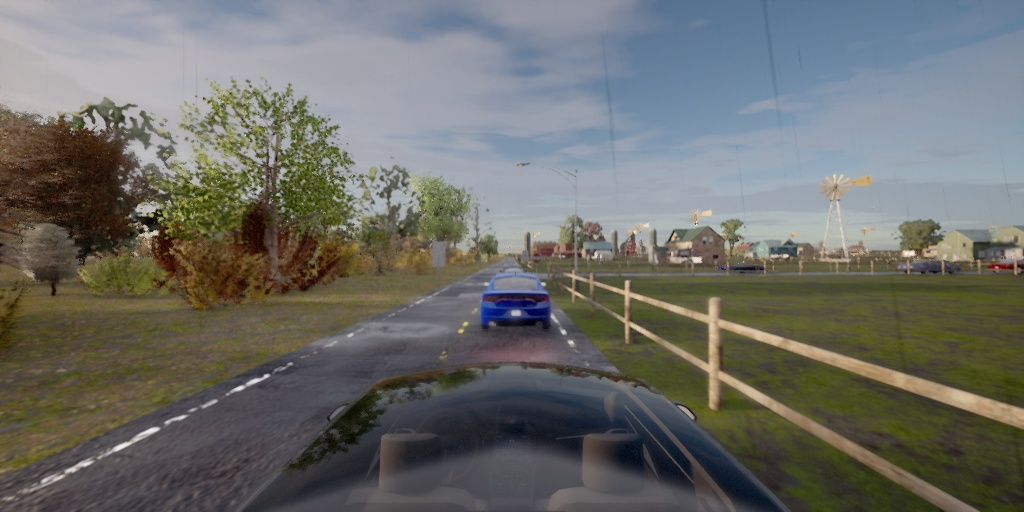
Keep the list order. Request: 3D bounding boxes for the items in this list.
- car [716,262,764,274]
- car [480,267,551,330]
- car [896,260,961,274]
[{"bbox_3d":[26.066,1.363,41.026,4.718,1.301,1.895,0,-1,-1],"label":"car"},{"bbox_3d":[0.098,1.260,11.285,1.882,1.535,5.008,0,0,0],"label":"car"},{"bbox_3d":[44.606,1.196,38.452,5.357,1.411,2.033,0,-1,0],"label":"car"}]
